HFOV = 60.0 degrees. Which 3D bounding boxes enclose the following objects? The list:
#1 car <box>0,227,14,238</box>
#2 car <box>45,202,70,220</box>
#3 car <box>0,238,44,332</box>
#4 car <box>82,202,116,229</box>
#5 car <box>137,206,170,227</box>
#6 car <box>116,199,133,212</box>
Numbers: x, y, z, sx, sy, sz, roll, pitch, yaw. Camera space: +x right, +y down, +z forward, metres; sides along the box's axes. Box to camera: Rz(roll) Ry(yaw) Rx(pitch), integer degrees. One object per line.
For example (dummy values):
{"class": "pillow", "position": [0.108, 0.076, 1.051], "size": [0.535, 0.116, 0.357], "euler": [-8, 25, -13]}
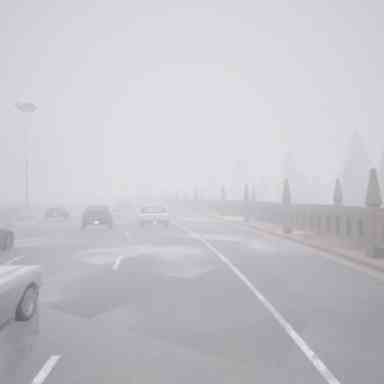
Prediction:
{"class": "car", "position": [-7.810, 1.568, 11.310], "size": [1.812, 1.442, 4.674], "euler": [0, 0, -7]}
{"class": "car", "position": [-11.795, 1.625, 29.261], "size": [1.812, 1.442, 4.674], "euler": [0, 0, -17]}
{"class": "car", "position": [-3.661, 1.617, 4.260], "size": [1.895, 1.301, 4.718], "euler": [0, 0, -3]}
{"class": "car", "position": [-6.204, 1.553, 22.102], "size": [1.837, 1.490, 4.892], "euler": [0, 0, -13]}
{"class": "car", "position": [-2.805, 1.629, 23.095], "size": [1.895, 1.301, 4.718], "euler": [0, 0, -13]}
{"class": "car", "position": [-8.338, 1.596, 39.982], "size": [1.837, 1.490, 4.892], "euler": [0, 0, -23]}
